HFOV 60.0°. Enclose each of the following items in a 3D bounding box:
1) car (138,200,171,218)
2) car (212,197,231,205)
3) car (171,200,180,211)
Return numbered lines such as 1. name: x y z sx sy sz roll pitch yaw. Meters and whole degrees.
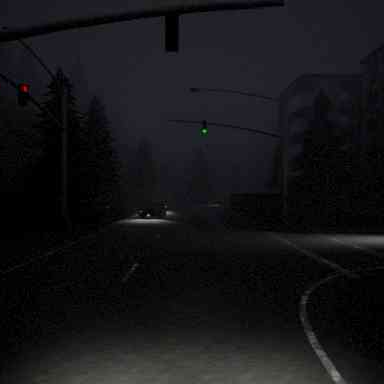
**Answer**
1. car: -3.473 1.557 30.301 2.033 1.411 5.357 0 0 3
2. car: 5.965 1.566 59.137 2.033 1.411 5.357 0 0 44
3. car: -2.795 1.613 41.481 1.895 1.301 4.718 0 0 10
